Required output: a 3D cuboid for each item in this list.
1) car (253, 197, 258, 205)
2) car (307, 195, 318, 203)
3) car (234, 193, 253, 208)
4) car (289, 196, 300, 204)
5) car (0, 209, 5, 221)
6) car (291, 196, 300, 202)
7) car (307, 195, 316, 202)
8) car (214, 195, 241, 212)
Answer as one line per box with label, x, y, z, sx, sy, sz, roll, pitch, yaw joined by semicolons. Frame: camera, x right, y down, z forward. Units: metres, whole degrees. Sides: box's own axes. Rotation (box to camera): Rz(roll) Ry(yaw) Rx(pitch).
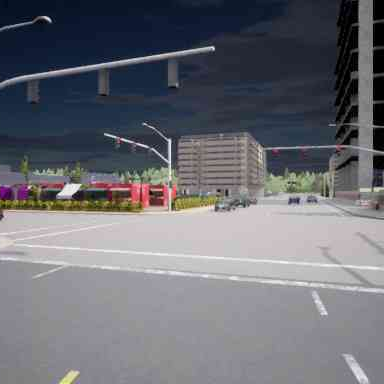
car;10.359;1.564;58.613;1.994;1.385;4.181;0;0;19
car;24.573;1.541;67.778;2.033;1.411;5.357;0;0;18
car;7.157;1.221;49.079;2.150;2.045;5.566;0;0;18
car;19.530;1.477;63.454;1.882;1.535;5.008;0;0;18
car;-17.102;1.533;26.147;5.008;1.535;1.882;0;0;19
car;24.411;1.553;78.421;1.994;1.385;4.181;0;0;18
car;27.840;1.524;77.641;1.812;1.442;4.674;0;0;18
car;4.024;1.491;39.686;2.128;1.511;4.902;0;0;18
